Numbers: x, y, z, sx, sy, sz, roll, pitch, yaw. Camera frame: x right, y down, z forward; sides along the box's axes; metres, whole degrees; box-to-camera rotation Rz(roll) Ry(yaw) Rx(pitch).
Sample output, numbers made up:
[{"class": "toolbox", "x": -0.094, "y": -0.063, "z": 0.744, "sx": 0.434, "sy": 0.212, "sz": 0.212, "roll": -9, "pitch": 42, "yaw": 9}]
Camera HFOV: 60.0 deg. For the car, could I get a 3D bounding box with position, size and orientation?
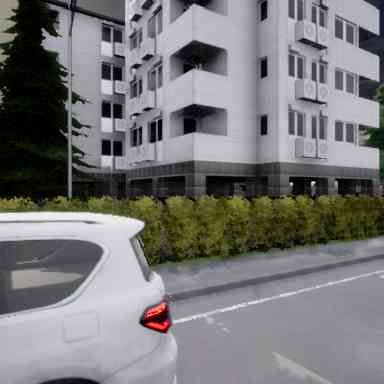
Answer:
[{"class": "car", "x": -2.813, "y": 1.222, "z": 2.410, "sx": 5.566, "sy": 2.045, "sz": 2.150, "roll": 0, "pitch": 0, "yaw": -29}]
